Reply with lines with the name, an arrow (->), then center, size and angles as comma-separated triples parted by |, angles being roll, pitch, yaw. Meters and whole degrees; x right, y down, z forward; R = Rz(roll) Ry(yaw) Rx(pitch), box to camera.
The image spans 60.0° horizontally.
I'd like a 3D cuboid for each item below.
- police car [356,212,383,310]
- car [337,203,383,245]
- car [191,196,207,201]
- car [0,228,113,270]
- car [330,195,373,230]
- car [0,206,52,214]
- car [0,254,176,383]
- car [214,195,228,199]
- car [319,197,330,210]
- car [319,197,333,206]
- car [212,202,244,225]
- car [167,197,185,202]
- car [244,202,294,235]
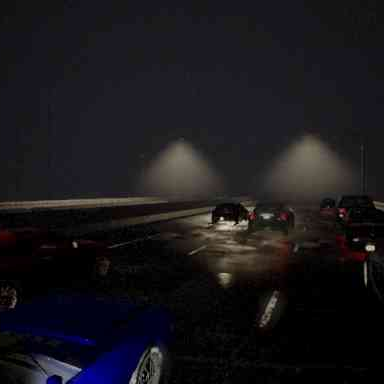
police car -> 4.336, 1.423, 5.969 | 1.930, 1.638, 5.238 | 0, 0, 21
car -> 7.899, 1.470, 15.195 | 1.882, 1.535, 5.008 | 0, 0, 21
car -> 1.300, 1.489, 59.525 | 1.812, 1.442, 4.674 | 0, 0, 21
car -> -3.653, 1.521, 7.348 | 1.812, 1.442, 4.674 | 0, 0, 21
car -> 10.071, 1.212, 20.819 | 2.150, 2.045, 5.566 | 0, 0, 21
car -> -10.037, 1.588, 20.522 | 1.895, 1.301, 4.718 | 0, 0, 21
car -> -1.826, 1.599, 2.363 | 1.895, 1.301, 4.718 | 0, 0, 21
car -> 5.316, 1.315, 60.201 | 2.097, 1.767, 4.553 | 0, 0, 21
car -> 17.040, 1.482, 41.663 | 1.837, 1.490, 4.892 | 0, 0, 22
car -> 22.279, 1.515, 55.355 | 2.033, 1.411, 5.357 | 0, 0, 21
car -> 2.855, 1.491, 24.207 | 1.837, 1.490, 4.892 | 0, 0, 21
car -> -2.822, 1.529, 58.573 | 1.994, 1.385, 4.181 | 0, 0, 21
car -> 4.627, 1.342, 19.078 | 2.097, 1.767, 4.553 | 0, 0, 21
